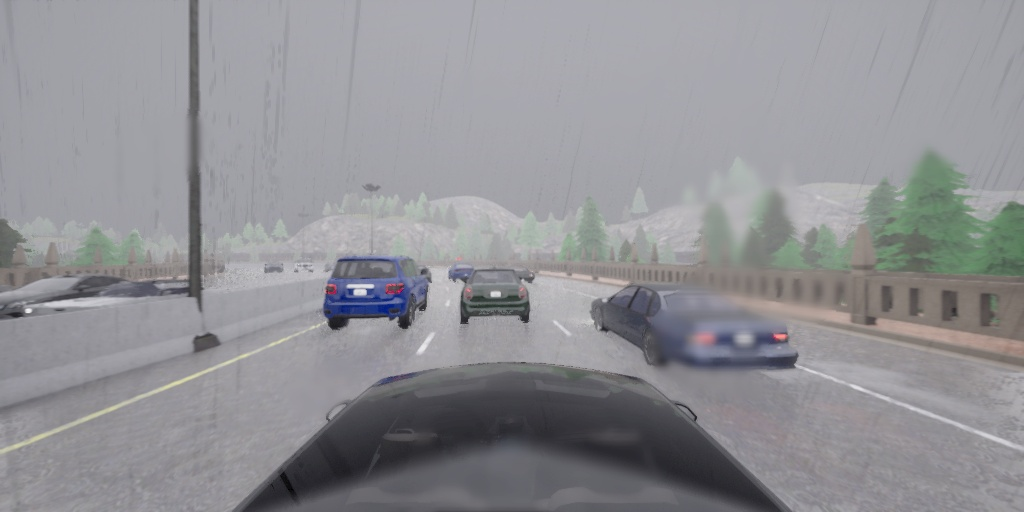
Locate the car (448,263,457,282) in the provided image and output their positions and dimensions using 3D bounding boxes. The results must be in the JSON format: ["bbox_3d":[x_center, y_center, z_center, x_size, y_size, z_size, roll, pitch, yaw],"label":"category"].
[{"bbox_3d":[-4.225,1.316,30.078,1.882,1.535,5.008,0,0,-16],"label":"car"}]

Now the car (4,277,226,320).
[{"bbox_3d":[-11.206,1.411,10.875,1.895,1.301,4.718,0,0,-6],"label":"car"}]

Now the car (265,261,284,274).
[{"bbox_3d":[-33.216,1.482,50.092,2.097,1.767,4.553,0,0,-35],"label":"car"}]

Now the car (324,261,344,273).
[{"bbox_3d":[-25.640,1.562,51.458,2.128,1.511,4.902,0,0,-32],"label":"car"}]

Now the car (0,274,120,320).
[{"bbox_3d":[-14.890,1.355,12.119,1.812,1.442,4.674,0,0,-8],"label":"car"}]

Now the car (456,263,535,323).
[{"bbox_3d":[-0.692,1.125,12.422,2.097,1.767,4.553,0,0,-6],"label":"car"}]

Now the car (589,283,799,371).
[{"bbox_3d":[3.284,1.296,7.855,2.033,1.411,5.357,0,0,-4],"label":"car"}]

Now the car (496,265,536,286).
[{"bbox_3d":[0.190,1.409,27.292,1.895,1.301,4.718,0,0,-14],"label":"car"}]

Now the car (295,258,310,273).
[{"bbox_3d":[-29.530,1.321,50.998,2.150,2.045,5.566,0,0,-34],"label":"car"}]

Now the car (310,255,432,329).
[{"bbox_3d":[-4.062,1.006,11.599,2.150,2.045,5.566,0,0,-6],"label":"car"}]

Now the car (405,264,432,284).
[{"bbox_3d":[-7.629,1.417,29.236,1.994,1.385,4.181,0,0,-16],"label":"car"}]

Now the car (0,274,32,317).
[{"bbox_3d":[-18.234,1.364,10.726,1.812,1.442,4.674,0,0,-7],"label":"car"}]
